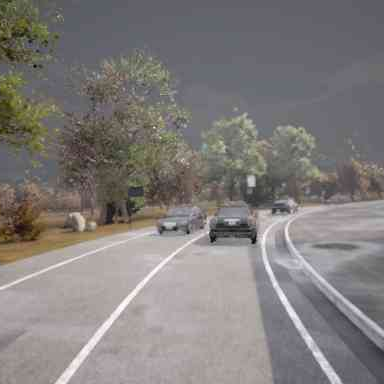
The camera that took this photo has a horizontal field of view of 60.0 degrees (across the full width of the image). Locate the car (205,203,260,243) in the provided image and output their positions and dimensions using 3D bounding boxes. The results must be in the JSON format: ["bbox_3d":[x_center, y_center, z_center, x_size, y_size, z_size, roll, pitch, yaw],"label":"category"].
[{"bbox_3d":[2.214,1.359,16.375,2.097,1.767,4.553,-1,0,13],"label":"car"}]

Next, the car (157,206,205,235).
[{"bbox_3d":[-0.500,1.583,19.483,2.128,1.511,4.902,-1,-1,17],"label":"car"}]

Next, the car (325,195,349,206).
[{"bbox_3d":[23.170,1.314,53.336,4.902,1.511,2.128,-2,-3,-37],"label":"car"}]

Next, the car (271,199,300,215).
[{"bbox_3d":[9.448,1.460,33.536,1.837,1.490,4.892,-4,-1,31],"label":"car"}]
